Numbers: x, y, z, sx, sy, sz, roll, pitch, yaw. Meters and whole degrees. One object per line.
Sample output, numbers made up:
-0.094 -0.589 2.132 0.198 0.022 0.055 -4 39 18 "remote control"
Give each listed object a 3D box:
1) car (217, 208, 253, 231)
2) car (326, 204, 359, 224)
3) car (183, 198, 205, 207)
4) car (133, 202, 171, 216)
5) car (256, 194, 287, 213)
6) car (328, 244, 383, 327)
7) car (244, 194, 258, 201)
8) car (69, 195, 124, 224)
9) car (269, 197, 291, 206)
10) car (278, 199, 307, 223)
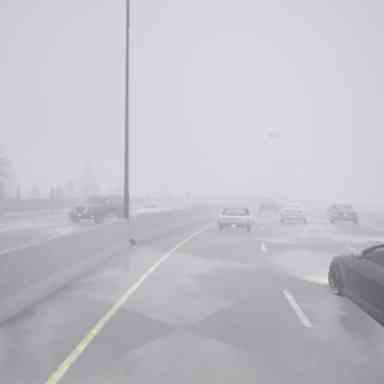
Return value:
2.877 1.629 21.027 1.895 1.301 4.718 0 0 13 "car"
11.330 1.606 25.259 2.033 1.411 5.357 0 0 18 "car"
0.419 1.666 52.199 1.812 1.442 4.674 0 -1 30 "car"
-3.050 1.551 26.448 1.812 1.442 4.674 0 0 17 "car"
9.293 1.447 38.689 2.097 1.767 4.553 0 0 25 "car"
4.004 1.581 5.928 1.994 1.385 4.181 0 0 4 "car"
11.960 1.481 62.972 2.150 2.045 5.566 0 -1 39 "car"
-7.008 1.229 25.436 2.150 2.045 5.566 0 0 15 "car"
16.733 1.730 63.248 2.128 1.511 4.902 0 0 40 "car"
8.052 1.579 26.311 1.812 1.442 4.674 0 0 18 "car"
